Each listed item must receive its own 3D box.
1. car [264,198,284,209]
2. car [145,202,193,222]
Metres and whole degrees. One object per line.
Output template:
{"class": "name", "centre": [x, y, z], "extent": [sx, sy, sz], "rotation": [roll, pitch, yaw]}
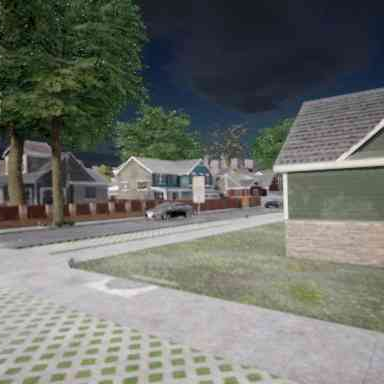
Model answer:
{"class": "car", "centre": [11.965, 1.591, 46.852], "extent": [2.033, 1.411, 5.357], "rotation": [-2, -1, 36]}
{"class": "car", "centre": [-1.827, 1.580, 27.608], "extent": [2.128, 1.511, 4.902], "rotation": [-2, -1, 35]}
